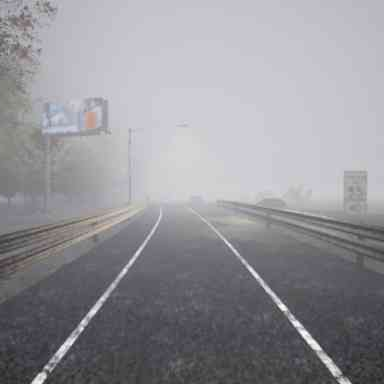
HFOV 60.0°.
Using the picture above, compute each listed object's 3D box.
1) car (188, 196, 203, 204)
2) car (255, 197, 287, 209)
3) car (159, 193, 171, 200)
[{"bbox_3d":[0.620,1.458,64.431,1.837,1.490,4.892,0,0,-17],"label":"car"},{"bbox_3d":[8.821,1.395,37.681,1.837,1.490,4.892,0,0,-17],"label":"car"},{"bbox_3d":[-7.320,1.219,90.323,2.150,2.045,5.566,0,0,-17],"label":"car"}]
